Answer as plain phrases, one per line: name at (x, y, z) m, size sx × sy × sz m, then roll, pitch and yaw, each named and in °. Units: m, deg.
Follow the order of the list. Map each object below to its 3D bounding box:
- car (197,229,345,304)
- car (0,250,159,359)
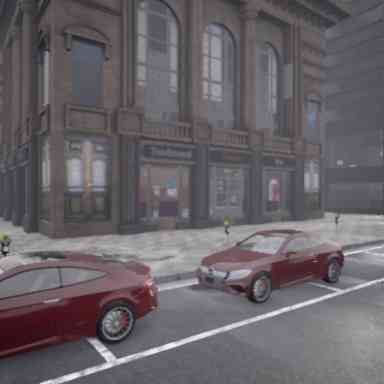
car at (2.077, 1.595, 8.129) m, size 4.206 × 1.307 × 1.802 m, roll 0°, pitch 0°, yaw -35°
car at (-2.498, 1.584, 4.867) m, size 4.206 × 1.307 × 1.802 m, roll 0°, pitch 0°, yaw -35°
